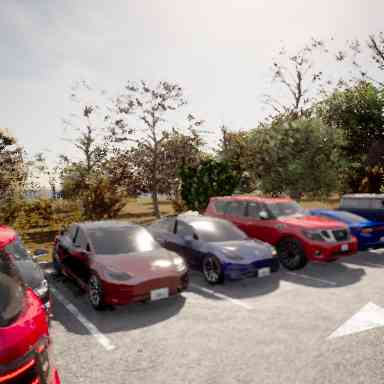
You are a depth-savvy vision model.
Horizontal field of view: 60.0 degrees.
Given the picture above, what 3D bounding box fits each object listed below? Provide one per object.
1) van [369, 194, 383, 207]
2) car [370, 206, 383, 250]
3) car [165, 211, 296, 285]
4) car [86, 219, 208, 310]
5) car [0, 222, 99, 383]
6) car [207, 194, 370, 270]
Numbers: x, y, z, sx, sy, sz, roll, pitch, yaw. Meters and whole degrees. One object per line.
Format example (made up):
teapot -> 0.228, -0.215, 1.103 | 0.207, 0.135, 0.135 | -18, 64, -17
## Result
van -> 9.673, 1.096, 16.343 | 1.878, 1.987, 4.442 | -2, 1, -35
car -> 4.904, 1.419, 13.084 | 2.097, 1.535, 5.008 | 0, 0, -35
car -> 0.311, 1.480, 9.780 | 2.163, 1.488, 4.792 | 0, 0, -35
car -> -1.989, 1.494, 8.141 | 2.163, 1.488, 4.792 | 0, 0, -35
car -> -3.453, 1.235, 1.223 | 5.566, 2.045, 2.150 | 0, 0, -36
car -> 2.608, 1.185, 11.420 | 2.435, 2.045, 5.566 | 0, 0, -35
